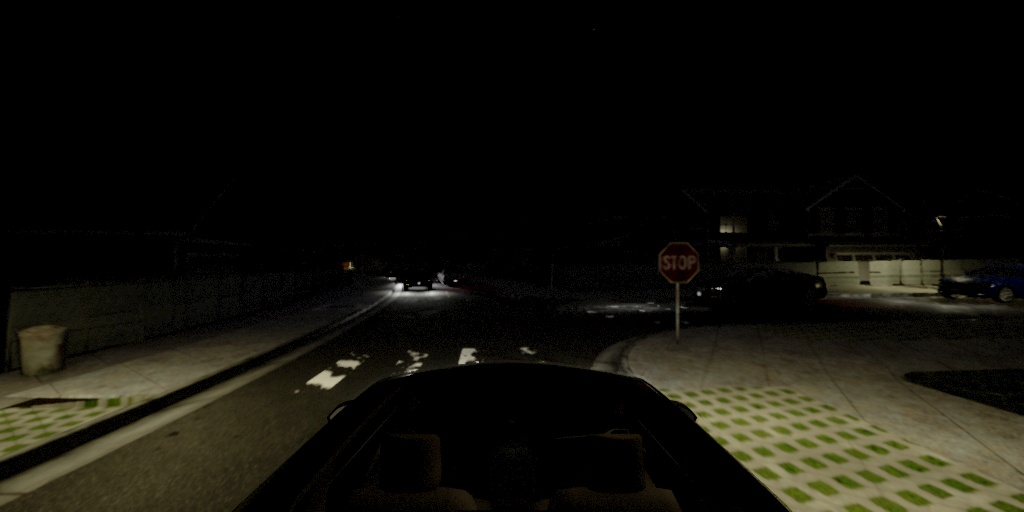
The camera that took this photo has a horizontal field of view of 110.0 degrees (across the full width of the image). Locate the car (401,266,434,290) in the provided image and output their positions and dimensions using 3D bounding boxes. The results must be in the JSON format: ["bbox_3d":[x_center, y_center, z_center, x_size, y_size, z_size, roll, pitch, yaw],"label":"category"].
[{"bbox_3d":[-6.714,1.555,25.412,1.837,1.490,4.892,0,-1,-17],"label":"car"}]

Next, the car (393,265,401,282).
[{"bbox_3d":[-10.118,1.777,34.860,1.895,1.301,4.718,0,-1,-24],"label":"car"}]

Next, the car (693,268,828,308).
[{"bbox_3d":[10.011,1.230,14.619,4.902,1.511,2.128,-1,0,-3],"label":"car"}]

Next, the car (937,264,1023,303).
[{"bbox_3d":[20.916,1.079,15.035,5.008,1.535,1.882,-1,0,-3],"label":"car"}]

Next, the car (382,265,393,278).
[{"bbox_3d":[-14.700,1.857,44.088,2.033,1.411,5.357,0,-1,-30],"label":"car"}]

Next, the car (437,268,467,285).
[{"bbox_3d":[-5.231,1.710,30.640,1.895,1.301,4.718,0,-1,-19],"label":"car"}]
